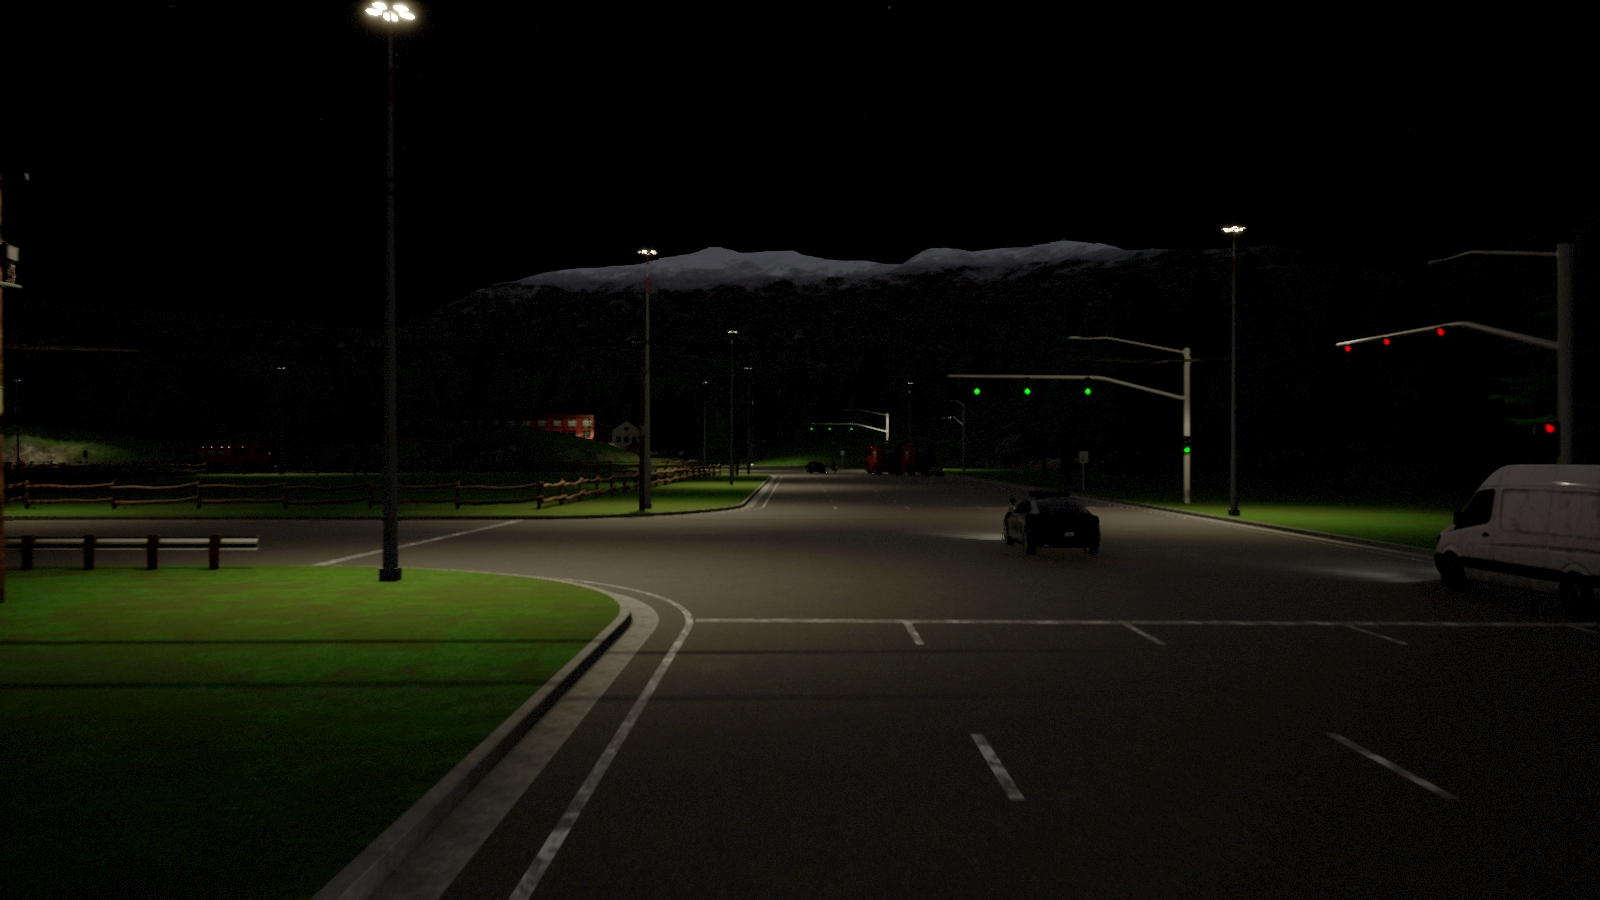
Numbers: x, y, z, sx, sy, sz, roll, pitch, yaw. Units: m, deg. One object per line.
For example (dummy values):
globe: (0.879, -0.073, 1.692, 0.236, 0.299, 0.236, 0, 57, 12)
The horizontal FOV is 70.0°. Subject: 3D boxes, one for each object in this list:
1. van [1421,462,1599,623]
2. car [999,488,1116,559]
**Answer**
van: (13.971, 1.532, 20.897, 1.988, 2.561, 5.915, 0, 0, 0)
car: (7.080, 1.979, 32.016, 2.097, 1.638, 5.238, 0, 0, 0)
